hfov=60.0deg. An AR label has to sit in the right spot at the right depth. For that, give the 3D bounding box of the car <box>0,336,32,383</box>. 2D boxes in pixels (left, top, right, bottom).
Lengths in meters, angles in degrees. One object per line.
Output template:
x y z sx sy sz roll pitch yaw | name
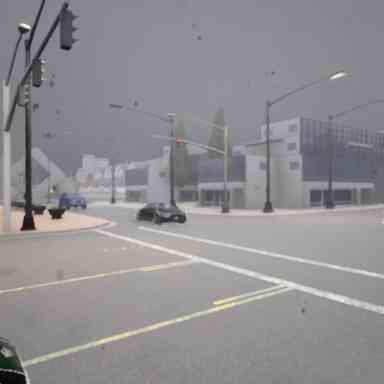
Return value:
-3.167 1.379 1.516 4.553 1.767 2.097 -1 1 -35 | car

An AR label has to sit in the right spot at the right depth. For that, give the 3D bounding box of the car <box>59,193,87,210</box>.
-14.476 1.080 40.230 2.150 2.045 5.566 0 0 -35 | car

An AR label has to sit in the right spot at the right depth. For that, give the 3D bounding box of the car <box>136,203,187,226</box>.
-2.131 1.436 22.599 1.994 1.385 4.181 0 1 -35 | car
